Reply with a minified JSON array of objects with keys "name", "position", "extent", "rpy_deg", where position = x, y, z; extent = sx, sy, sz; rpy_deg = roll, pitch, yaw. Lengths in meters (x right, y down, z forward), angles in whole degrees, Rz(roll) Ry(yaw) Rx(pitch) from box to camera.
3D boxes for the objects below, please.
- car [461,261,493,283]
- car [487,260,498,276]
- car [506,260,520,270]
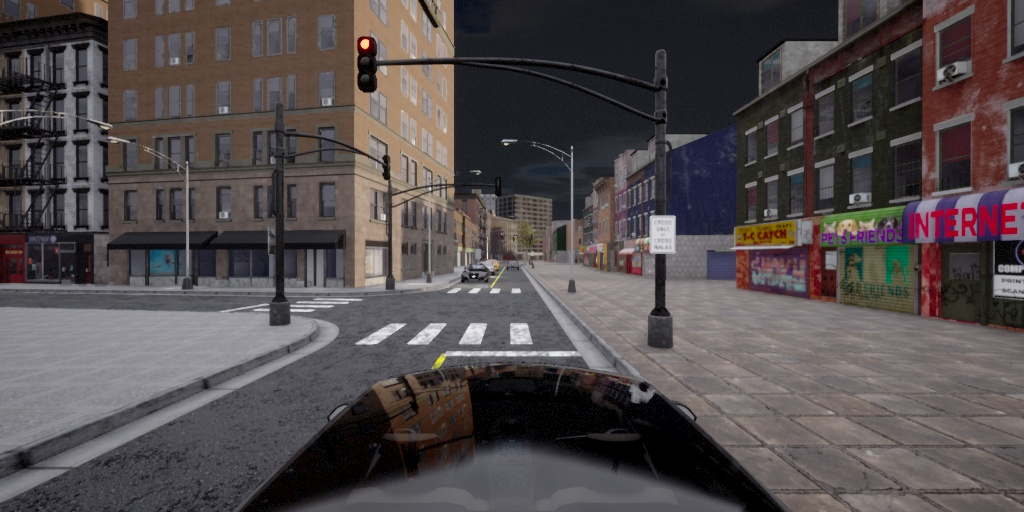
[{"name":"car","position":[-2.789,1.315,28.155],"extent":[1.994,1.385,4.181],"rpy_deg":[0,0,0]},{"name":"car","position":[-2.765,1.278,38.066],"extent":[1.812,1.442,4.674],"rpy_deg":[0,0,0]},{"name":"car","position":[0.120,1.305,52.780],"extent":[2.033,1.411,5.357],"rpy_deg":[0,0,0]}]
